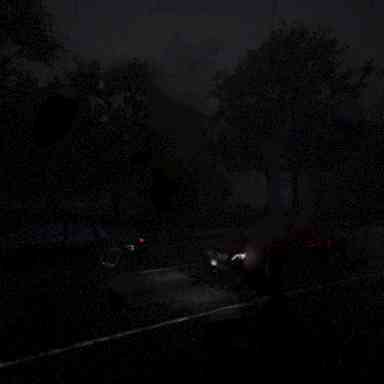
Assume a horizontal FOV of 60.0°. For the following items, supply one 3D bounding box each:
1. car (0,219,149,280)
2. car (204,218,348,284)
[{"bbox_3d":[-3.968,1.521,9.617,5.357,1.411,2.033,0,0,-34],"label":"car"},{"bbox_3d":[2.555,1.512,9.593,4.674,1.442,1.812,0,0,-31],"label":"car"}]
